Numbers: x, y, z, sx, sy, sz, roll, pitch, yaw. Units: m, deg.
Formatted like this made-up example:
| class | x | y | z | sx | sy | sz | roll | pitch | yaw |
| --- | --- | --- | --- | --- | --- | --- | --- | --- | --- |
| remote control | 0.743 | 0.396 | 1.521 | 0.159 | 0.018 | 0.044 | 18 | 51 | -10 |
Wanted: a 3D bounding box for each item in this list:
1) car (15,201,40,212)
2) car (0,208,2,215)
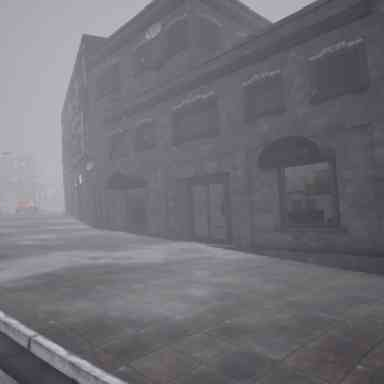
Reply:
| class | x | y | z | sx | sy | sz | roll | pitch | yaw |
| --- | --- | --- | --- | --- | --- | --- | --- | --- | --- |
| car | -25.095 | 2.117 | 50.932 | 2.097 | 1.767 | 4.553 | -3 | -1 | -4 |
| car | -23.904 | 2.050 | 38.546 | 1.837 | 1.490 | 4.892 | -3 | 0 | -6 |
